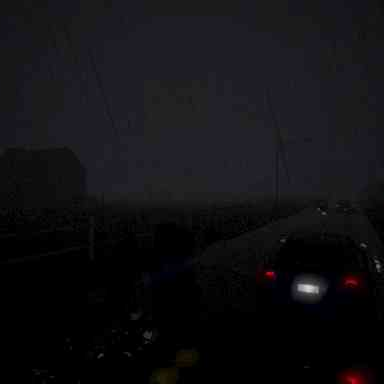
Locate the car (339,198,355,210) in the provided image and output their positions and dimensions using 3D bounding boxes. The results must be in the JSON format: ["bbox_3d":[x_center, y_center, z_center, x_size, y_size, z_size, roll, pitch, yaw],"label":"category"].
[{"bbox_3d":[20.635,1.533,44.296,1.812,1.442,4.674,0,0,26],"label":"car"}]

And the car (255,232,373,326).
[{"bbox_3d":[2.793,1.567,7.305,1.994,1.385,4.181,0,0,26],"label":"car"}]

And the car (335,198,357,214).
[{"bbox_3d":[16.192,1.537,34.966,1.812,1.442,4.674,0,0,26],"label":"car"}]

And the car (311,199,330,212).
[{"bbox_3d":[15.609,1.559,40.206,2.033,1.411,5.357,0,0,26],"label":"car"}]
